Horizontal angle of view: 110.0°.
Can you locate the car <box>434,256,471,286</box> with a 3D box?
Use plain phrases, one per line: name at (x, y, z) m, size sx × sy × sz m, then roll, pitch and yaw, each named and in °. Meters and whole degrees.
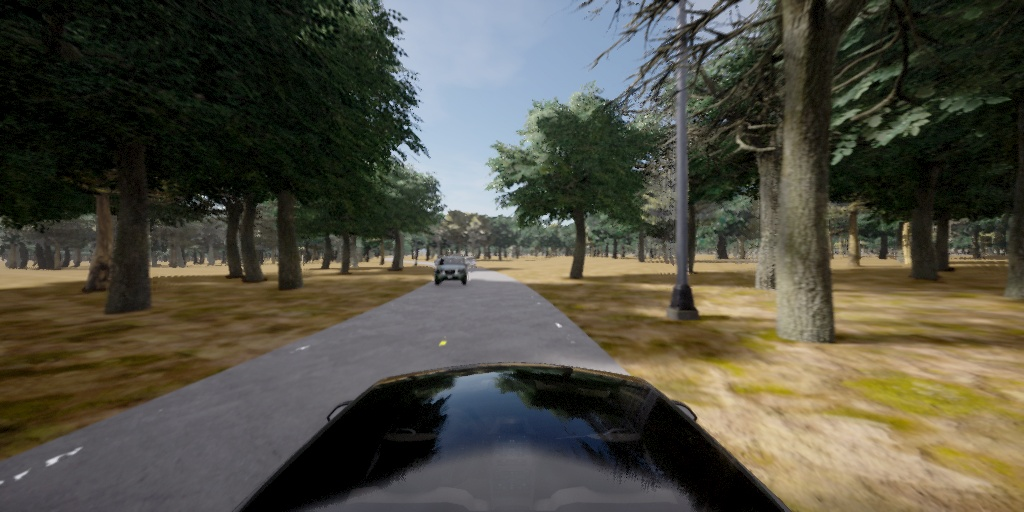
car at (-4.350, 1.029, 26.299) m, size 2.150 × 2.045 × 5.566 m, roll 0°, pitch 0°, yaw -6°
